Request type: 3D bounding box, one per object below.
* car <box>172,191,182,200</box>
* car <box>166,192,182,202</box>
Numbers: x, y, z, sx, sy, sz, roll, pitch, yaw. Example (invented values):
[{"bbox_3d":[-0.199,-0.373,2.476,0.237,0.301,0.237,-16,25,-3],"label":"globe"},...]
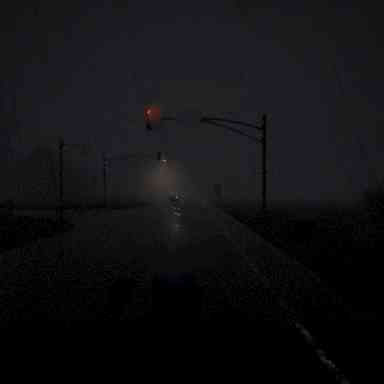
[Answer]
[{"bbox_3d":[-3.253,0.746,74.624,2.097,1.767,4.553,0,1,0],"label":"car"},{"bbox_3d":[-3.354,0.884,58.734,2.097,1.767,4.553,0,0,1],"label":"car"}]
